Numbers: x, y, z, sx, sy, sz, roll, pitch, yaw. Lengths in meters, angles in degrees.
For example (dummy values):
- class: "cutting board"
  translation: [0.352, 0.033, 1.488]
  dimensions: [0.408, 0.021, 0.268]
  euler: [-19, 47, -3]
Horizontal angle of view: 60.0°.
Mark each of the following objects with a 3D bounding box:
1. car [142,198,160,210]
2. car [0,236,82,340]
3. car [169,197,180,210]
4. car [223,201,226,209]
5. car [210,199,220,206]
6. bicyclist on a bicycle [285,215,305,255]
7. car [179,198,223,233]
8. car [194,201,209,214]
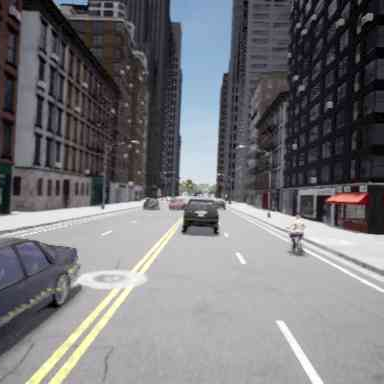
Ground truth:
- class: "car"
  translation: [-5.420, 1.626, 44.521]
  dimensions: [1.837, 1.490, 4.892]
  euler: [3, 0, 2]
- class: "car"
  translation: [-3.365, 1.431, 4.998]
  dimensions: [2.033, 1.411, 5.357]
  euler: [3, 0, 2]
- class: "car"
  translation: [-2.073, 1.654, 47.232]
  dimensions: [2.097, 1.767, 4.553]
  euler: [3, 0, 2]
- class: "car"
  translation: [4.914, 2.231, 58.712]
  dimensions: [1.837, 1.490, 4.892]
  euler: [3, 0, 2]
- class: "car"
  translation: [5.349, 2.430, 76.877]
  dimensions: [2.033, 1.411, 5.357]
  euler: [3, 0, 2]
- class: "bicyclist on a bicycle"
  translation: [4.414, 1.766, 14.035]
  dimensions: [0.866, 1.612, 1.509]
  euler: [3, -1, 1]
- class: "car"
  translation: [0.585, 1.435, 21.605]
  dimensions: [2.150, 2.045, 5.566]
  euler: [3, 0, 2]
- class: "car"
  translation: [1.221, 1.954, 43.615]
  dimensions: [1.812, 1.442, 4.674]
  euler: [3, 0, 2]
